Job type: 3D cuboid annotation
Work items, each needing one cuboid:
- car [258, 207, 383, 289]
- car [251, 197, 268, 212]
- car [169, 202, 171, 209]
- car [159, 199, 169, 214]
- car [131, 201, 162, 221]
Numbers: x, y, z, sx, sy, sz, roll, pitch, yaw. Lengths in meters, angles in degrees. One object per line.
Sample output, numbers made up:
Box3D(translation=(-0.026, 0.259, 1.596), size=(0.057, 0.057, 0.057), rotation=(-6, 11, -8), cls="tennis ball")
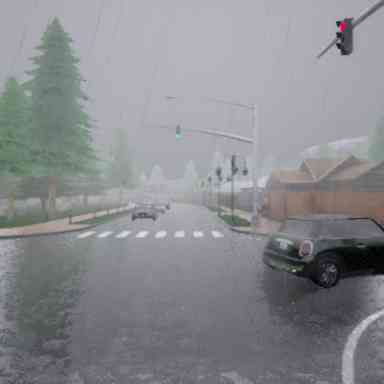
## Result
Box3D(translation=(4.374, 1.410, 9.356), size=(4.553, 1.767, 2.097), rotation=(0, 0, -20), cls="car")
Box3D(translation=(8.837, 1.401, 34.305), size=(4.605, 1.855, 1.932), rotation=(0, 0, -1), cls="car")
Box3D(translation=(-4.212, 1.818, 49.312), size=(1.882, 1.535, 5.008), rotation=(0, 0, 0), cls="car")
Box3D(translation=(-4.138, 1.865, 39.132), size=(1.895, 1.301, 4.718), rotation=(0, 0, 0), cls="car")
Box3D(translation=(-4.060, 1.755, 29.278), size=(1.994, 1.385, 4.181), rotation=(0, 0, 0), cls="car")
